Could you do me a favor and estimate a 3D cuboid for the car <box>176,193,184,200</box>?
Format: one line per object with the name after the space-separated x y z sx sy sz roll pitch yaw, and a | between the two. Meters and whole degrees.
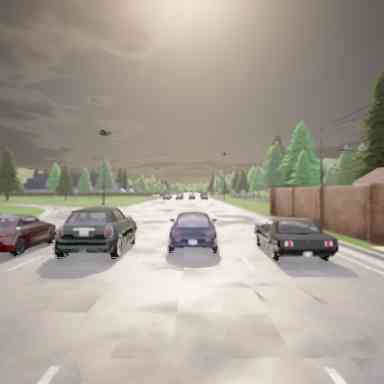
-3.495 1.495 91.616 2.128 1.511 4.902 0 0 0 | car

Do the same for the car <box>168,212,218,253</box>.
0.051 1.521 13.596 1.812 1.442 4.674 0 0 0 | car

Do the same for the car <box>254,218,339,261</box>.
3.540 1.597 12.300 1.895 1.301 4.718 0 0 1 | car

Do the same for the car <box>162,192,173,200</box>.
-6.995 1.512 91.273 1.994 1.385 4.181 0 0 0 | car

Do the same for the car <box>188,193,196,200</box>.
0.005 1.494 91.623 1.812 1.442 4.674 0 0 0 | car

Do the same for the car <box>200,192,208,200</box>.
3.505 1.509 90.470 2.033 1.411 5.357 0 0 0 | car

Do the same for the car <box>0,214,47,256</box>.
-6.951 1.561 13.123 1.994 1.385 4.181 0 0 1 | car

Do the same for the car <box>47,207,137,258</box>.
-3.454 1.347 12.816 2.097 1.767 4.553 0 0 1 | car
